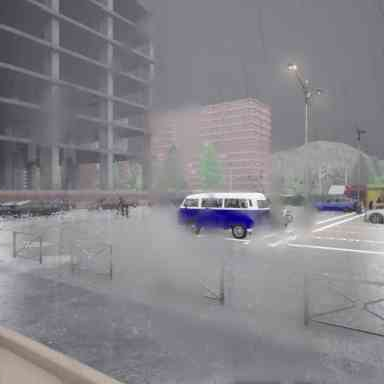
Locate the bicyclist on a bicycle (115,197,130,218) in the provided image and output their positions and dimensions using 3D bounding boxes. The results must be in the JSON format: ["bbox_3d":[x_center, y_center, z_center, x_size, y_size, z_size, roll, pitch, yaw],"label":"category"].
[{"bbox_3d":[-5.455,1.248,25.923,1.656,1.620,0.582,0,0,35],"label":"bicyclist on a bicycle"}]

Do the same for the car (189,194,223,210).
[{"bbox_3d":[2.143,1.436,49.352,2.128,1.511,4.902,0,0,35],"label":"car"}]

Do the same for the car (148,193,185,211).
[{"bbox_3d":[-3.818,1.166,47.284,2.150,2.045,5.566,0,0,35],"label":"car"}]

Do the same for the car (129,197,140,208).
[{"bbox_3d":[-9.352,1.436,45.524,2.128,1.511,4.902,0,0,35],"label":"car"}]

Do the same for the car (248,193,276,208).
[{"bbox_3d":[12.424,1.166,57.873,2.150,2.045,5.566,0,0,35],"label":"car"}]

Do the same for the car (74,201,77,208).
[{"bbox_3d":[-15.272,1.436,37.136,2.128,1.511,4.902,0,0,35],"label":"car"}]

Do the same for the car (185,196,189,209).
[{"bbox_3d":[-3.228,1.166,54.147,2.150,2.045,5.566,0,0,35],"label":"car"}]

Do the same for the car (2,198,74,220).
[{"bbox_3d":[-12.848,1.449,28.071,1.837,1.490,4.892,0,0,35],"label":"car"}]

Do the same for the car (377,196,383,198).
[{"bbox_3d":[16.501,1.153,26.010,4.605,1.855,1.932,0,0,36],"label":"car"}]

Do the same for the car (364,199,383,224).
[{"bbox_3d":[13.297,1.395,21.444,3.806,1.475,1.970,0,0,36],"label":"car"}]

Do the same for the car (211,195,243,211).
[{"bbox_3d":[5.063,1.508,47.434,1.994,1.385,4.181,0,0,36],"label":"car"}]

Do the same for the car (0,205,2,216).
[{"bbox_3d":[-15.811,1.492,30.296,2.033,1.411,5.357,0,0,35],"label":"car"}]

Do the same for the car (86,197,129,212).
[{"bbox_3d":[-9.990,1.449,38.555,1.837,1.490,4.892,0,0,35],"label":"car"}]
